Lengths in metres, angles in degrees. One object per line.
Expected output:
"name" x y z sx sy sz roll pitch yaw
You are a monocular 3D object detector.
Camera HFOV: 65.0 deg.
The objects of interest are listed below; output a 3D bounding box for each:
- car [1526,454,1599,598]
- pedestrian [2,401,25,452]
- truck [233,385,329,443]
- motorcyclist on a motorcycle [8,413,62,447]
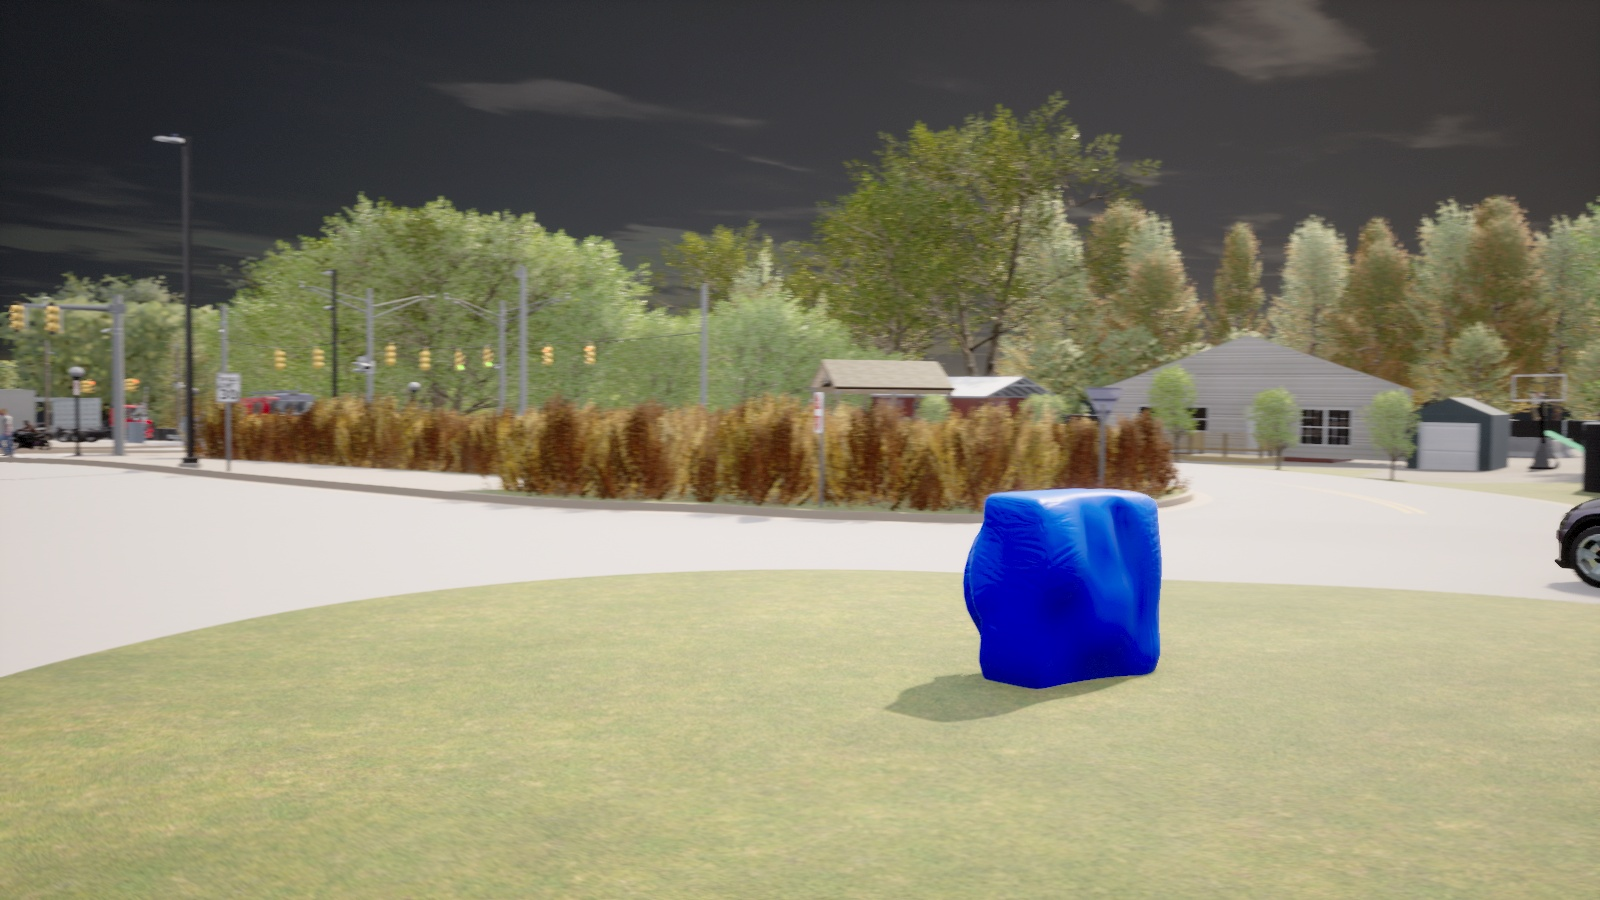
"car" 10.693 0.892 13.453 2.033 1.649 4.856 1 0 -20
"pedestrian" -28.625 -0.842 45.699 0.706 1.836 0.354 -1 3 -33
"truck" -36.041 -2.457 87.050 8.468 3.827 2.891 1 3 44
"motorcyclist on a motorcycle" -36.257 -0.940 59.542 0.797 1.523 2.044 2 1 35
